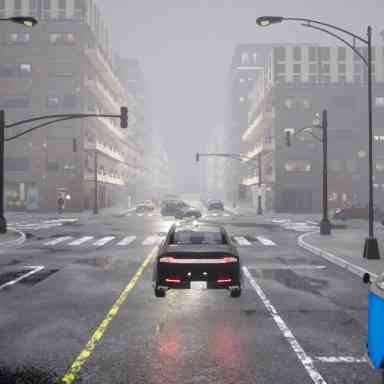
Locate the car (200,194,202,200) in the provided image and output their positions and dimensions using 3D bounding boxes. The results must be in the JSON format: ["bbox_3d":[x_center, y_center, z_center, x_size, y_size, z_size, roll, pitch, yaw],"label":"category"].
[{"bbox_3d":[2.908,1.554,68.362,1.752,1.417,4.829,1,0,0],"label":"car"}]

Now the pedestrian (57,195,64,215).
[{"bbox_3d":[-12.445,1.218,31.466,0.375,1.860,0.375,0,-1,1],"label":"pedestrian"}]

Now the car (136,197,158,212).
[{"bbox_3d":[-5.557,1.540,39.834,1.752,1.417,4.829,1,0,0],"label":"car"}]

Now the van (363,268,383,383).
[{"bbox_3d":[2.680,1.342,2.033,1.690,1.788,3.998,1,0,0],"label":"van"}]

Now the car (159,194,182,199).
[{"bbox_3d":[-2.960,1.242,46.618,2.150,2.045,5.566,0,0,0],"label":"car"}]

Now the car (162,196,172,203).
[{"bbox_3d":[-5.456,1.577,73.860,1.887,1.381,4.507,1,0,0],"label":"car"}]

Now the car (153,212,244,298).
[{"bbox_3d":[0.126,1.494,8.523,2.128,1.511,4.902,0,0,0],"label":"car"}]

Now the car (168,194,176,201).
[{"bbox_3d":[-5.404,1.483,90.788,1.967,1.590,4.097,1,0,0],"label":"car"}]

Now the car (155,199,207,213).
[{"bbox_3d":[-1.087,1.558,28.365,2.033,1.411,5.357,0,0,-26],"label":"car"}]

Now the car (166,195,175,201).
[{"bbox_3d":[-5.423,1.590,85.145,2.008,1.369,4.403,1,0,0],"label":"car"}]

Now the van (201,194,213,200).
[{"bbox_3d":[2.877,1.364,56.906,1.690,1.788,3.998,1,0,0],"label":"van"}]

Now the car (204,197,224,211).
[{"bbox_3d":[2.822,1.581,39.979,1.947,1.339,4.313,1,0,0],"label":"car"}]

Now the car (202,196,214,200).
[{"bbox_3d":[2.839,1.568,45.622,2.008,1.369,4.403,1,0,0],"label":"car"}]

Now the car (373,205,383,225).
[{"bbox_3d":[13.597,1.583,19.750,4.313,1.339,1.947,0,-1,1],"label":"car"}]

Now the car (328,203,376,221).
[{"bbox_3d":[13.726,1.609,28.131,4.097,1.590,1.967,0,-1,1],"label":"car"}]

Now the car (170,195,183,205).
[{"bbox_3d":[-2.880,1.379,61.593,2.097,1.767,4.553,0,0,0],"label":"car"}]

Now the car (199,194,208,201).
[{"bbox_3d":[2.961,1.354,85.119,2.192,1.841,5.009,1,0,0],"label":"car"}]
